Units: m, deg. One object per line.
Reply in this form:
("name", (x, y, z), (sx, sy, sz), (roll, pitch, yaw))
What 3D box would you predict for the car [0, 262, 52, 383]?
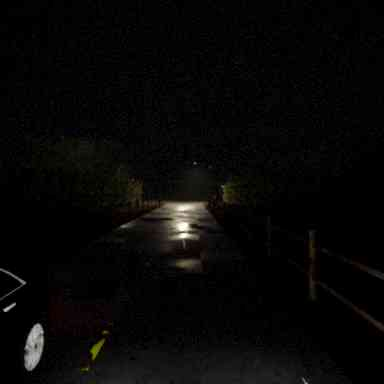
("car", (-2.830, 1.496, 2.685), (1.837, 1.490, 4.892), (0, 2, 0))
